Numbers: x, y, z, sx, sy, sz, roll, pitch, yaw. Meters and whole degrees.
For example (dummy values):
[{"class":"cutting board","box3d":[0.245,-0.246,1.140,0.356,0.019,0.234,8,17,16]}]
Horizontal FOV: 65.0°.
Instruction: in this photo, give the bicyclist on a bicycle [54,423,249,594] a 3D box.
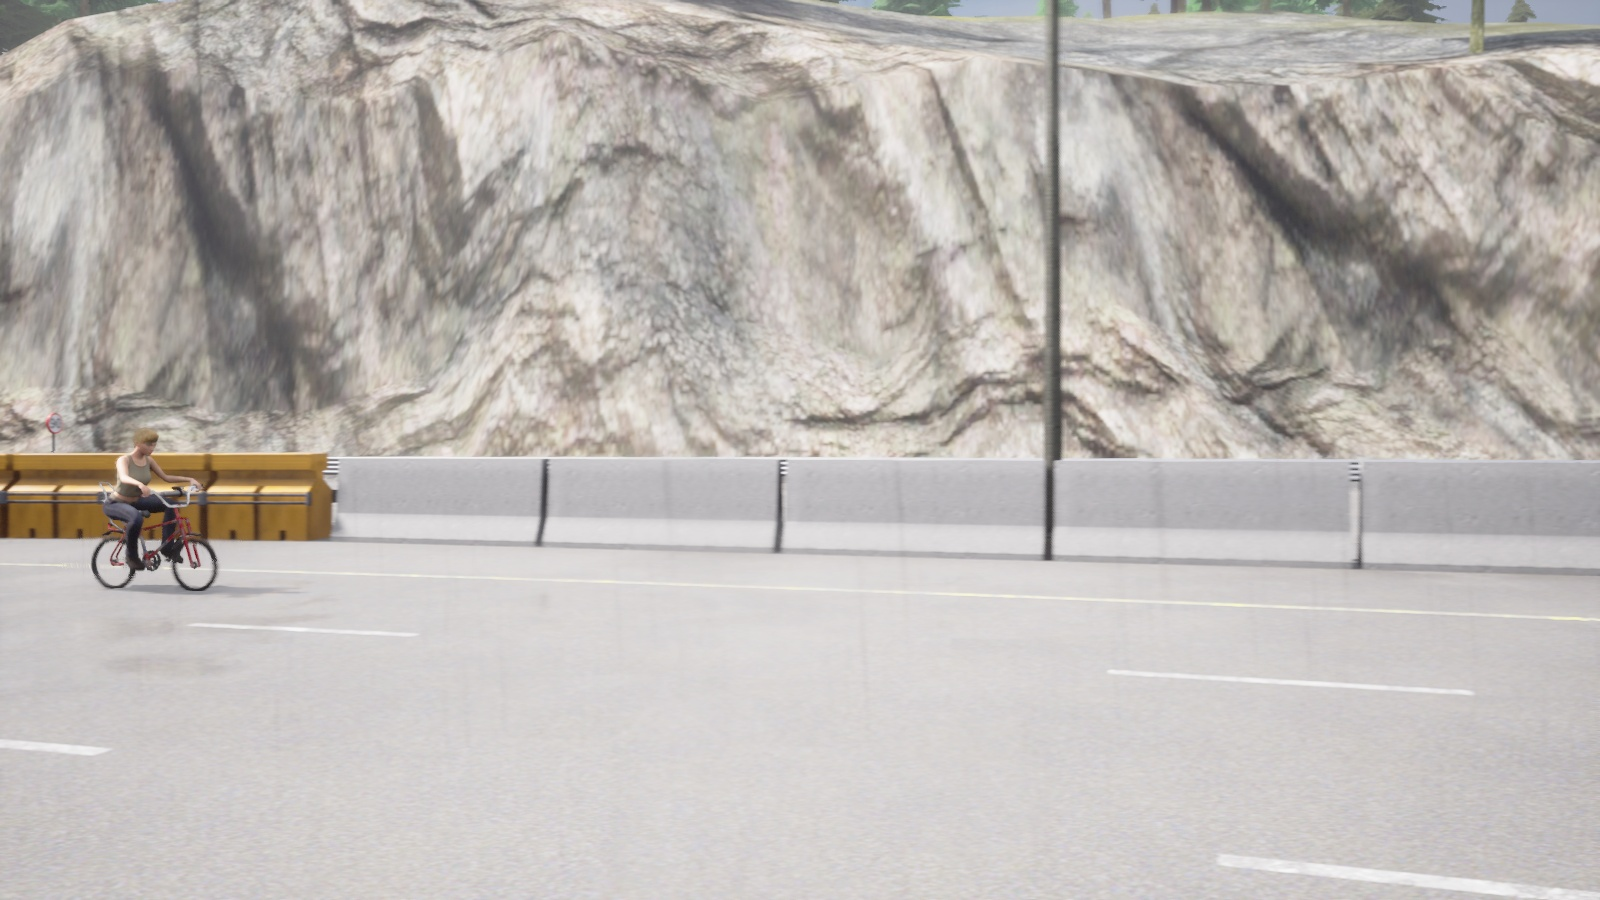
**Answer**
[{"class":"bicyclist on a bicycle","box3d":[-6.393,0.539,12.408,1.509,1.612,0.866,0,1,15]}]
